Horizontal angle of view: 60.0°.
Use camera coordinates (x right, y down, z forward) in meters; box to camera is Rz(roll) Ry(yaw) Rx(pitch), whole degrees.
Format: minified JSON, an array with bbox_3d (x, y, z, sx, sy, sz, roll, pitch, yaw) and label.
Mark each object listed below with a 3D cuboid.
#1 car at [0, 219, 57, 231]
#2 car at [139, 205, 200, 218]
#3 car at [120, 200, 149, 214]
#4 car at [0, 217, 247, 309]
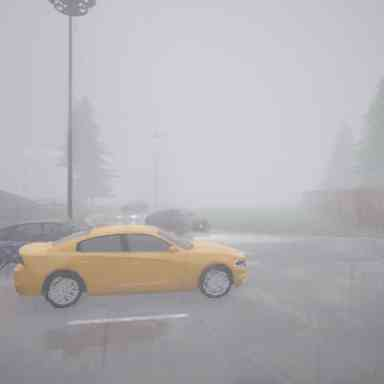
[{"bbox_3d":[-4.428,1.579,10.561,5.357,1.411,2.033,0,0,-11],"label":"car"},{"bbox_3d":[-0.874,1.635,19.011,1.994,1.385,4.181,0,0,-44],"label":"car"},{"bbox_3d":[-6.436,1.609,37.766,1.882,1.535,5.008,0,-1,12],"label":"car"},{"bbox_3d":[-1.244,1.505,7.599,5.008,1.535,1.882,0,0,-11],"label":"car"}]
